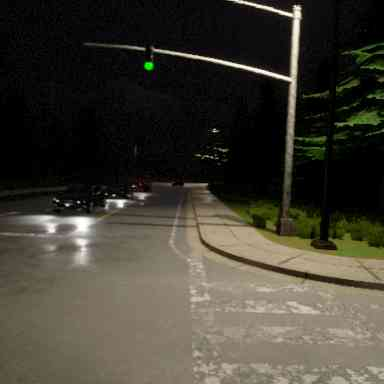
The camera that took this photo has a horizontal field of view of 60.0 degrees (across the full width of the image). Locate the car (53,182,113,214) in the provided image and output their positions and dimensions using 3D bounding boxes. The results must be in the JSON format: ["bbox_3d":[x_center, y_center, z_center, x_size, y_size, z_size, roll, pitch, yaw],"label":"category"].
[{"bbox_3d":[-6.063,0.258,18.541,1.837,1.490,4.892,2,3,-1],"label":"car"}]

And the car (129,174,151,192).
[{"bbox_3d":[-6.153,-1.154,39.574,2.150,2.045,5.566,2,3,1],"label":"car"}]

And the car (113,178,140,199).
[{"bbox_3d":[-6.179,-0.262,28.975,2.033,1.411,5.357,2,3,-1],"label":"car"}]

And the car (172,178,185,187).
[{"bbox_3d":[-2.309,-1.620,57.004,2.033,1.411,5.357,2,3,1],"label":"car"}]
